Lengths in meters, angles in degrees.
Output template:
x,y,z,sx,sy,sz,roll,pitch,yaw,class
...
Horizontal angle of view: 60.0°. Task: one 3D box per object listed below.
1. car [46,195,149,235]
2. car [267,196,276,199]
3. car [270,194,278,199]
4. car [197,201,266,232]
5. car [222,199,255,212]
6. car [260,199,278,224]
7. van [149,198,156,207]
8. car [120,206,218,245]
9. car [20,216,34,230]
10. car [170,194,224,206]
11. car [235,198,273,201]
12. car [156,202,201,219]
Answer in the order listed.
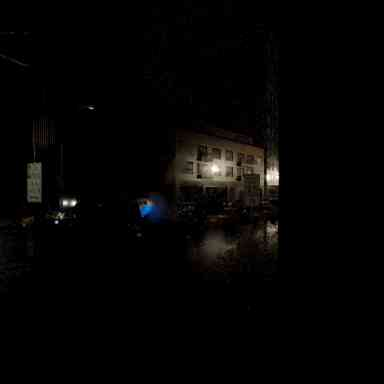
x,y,z,sx,sy,sz,roll,pitch,yaw,class
-5.407,1.216,19.507,2.150,2.045,5.566,0,0,36,car
8.836,1.544,43.506,1.947,1.339,4.313,0,0,36,car
12.167,1.288,48.094,2.192,1.841,5.009,0,0,36,car
2.526,1.531,20.294,1.752,1.417,4.829,0,0,36,car
5.507,1.549,38.917,1.947,1.339,4.313,0,0,36,car
5.855,1.531,24.883,1.752,1.417,4.829,0,0,36,car
-4.483,1.332,25.151,1.690,1.788,3.998,0,0,36,van
-0.903,1.556,15.570,2.008,1.369,4.403,0,0,36,car
-7.913,1.514,20.425,1.752,1.417,4.829,0,0,36,car
0.682,1.217,27.890,2.150,2.045,5.566,0,0,36,car
6.751,1.590,36.238,1.895,1.301,4.718,0,0,36,car
-1.153,1.572,29.741,1.802,1.307,4.206,0,0,36,car
